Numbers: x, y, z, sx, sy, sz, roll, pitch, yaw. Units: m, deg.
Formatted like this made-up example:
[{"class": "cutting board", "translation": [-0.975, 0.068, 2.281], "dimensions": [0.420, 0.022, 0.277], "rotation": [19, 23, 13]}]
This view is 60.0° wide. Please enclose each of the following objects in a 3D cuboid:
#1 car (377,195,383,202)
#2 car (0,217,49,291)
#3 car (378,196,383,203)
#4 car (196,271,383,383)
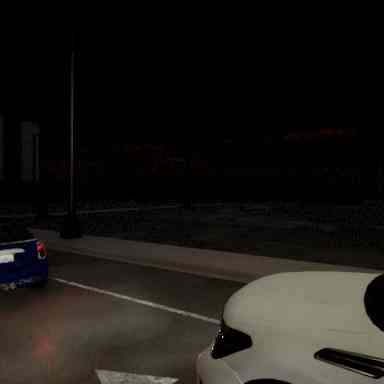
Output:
[{"class": "car", "translation": [39.916, 1.370, 67.961], "dimensions": [1.853, 1.218, 4.536], "rotation": [1, 1, 6]}, {"class": "car", "translation": [-5.450, 1.350, 7.886], "dimensions": [4.553, 1.767, 2.097], "rotation": [0, 0, 36]}, {"class": "car", "translation": [39.909, 1.528, 67.912], "dimensions": [2.038, 1.542, 4.974], "rotation": [1, 1, 6]}, {"class": "car", "translation": [2.701, 1.212, 2.063], "dimensions": [5.566, 2.045, 2.150], "rotation": [0, 0, 35]}]
